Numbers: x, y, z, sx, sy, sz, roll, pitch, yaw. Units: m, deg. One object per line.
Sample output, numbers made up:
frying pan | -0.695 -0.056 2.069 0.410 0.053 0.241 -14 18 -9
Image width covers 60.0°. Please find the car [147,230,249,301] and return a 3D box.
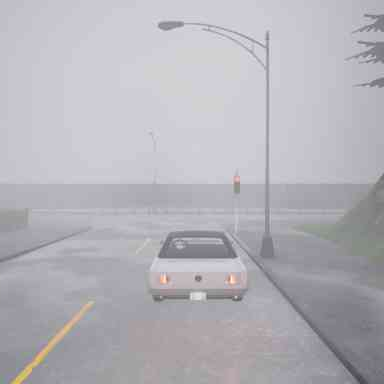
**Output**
car | 0.118 1.601 8.256 1.895 1.301 4.718 0 0 0
